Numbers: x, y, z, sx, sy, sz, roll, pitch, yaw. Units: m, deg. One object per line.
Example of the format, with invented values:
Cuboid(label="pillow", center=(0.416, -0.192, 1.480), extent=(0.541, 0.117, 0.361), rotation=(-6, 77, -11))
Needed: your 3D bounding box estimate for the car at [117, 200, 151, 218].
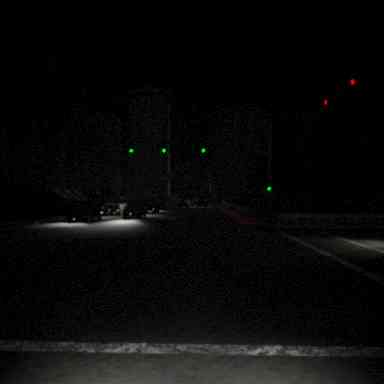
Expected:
Cuboid(label="car", center=(-6.005, 1.941, 35.200), extent=(2.128, 1.511, 4.902), rotation=(0, -1, 2))

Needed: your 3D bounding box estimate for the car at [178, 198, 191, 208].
Cuboid(label="car", center=(-1.647, 2.379, 64.027), extent=(1.994, 1.385, 4.181), rotation=(0, -1, 2))

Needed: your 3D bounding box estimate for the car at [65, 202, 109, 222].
Cuboid(label="car", center=(-9.698, 1.938, 30.509), extent=(2.033, 1.411, 5.357), rotation=(0, -1, 4))

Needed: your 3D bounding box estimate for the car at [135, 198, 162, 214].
Cuboid(label="car", center=(-5.751, 1.793, 44.774), extent=(2.150, 2.045, 5.566), rotation=(0, -1, 2))

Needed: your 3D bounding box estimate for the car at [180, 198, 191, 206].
Cuboid(label="car", center=(-1.422, 2.106, 72.592), extent=(2.097, 1.767, 4.553), rotation=(0, -1, 2))

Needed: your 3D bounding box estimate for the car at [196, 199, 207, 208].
Cuboid(label="car", center=(1.836, 2.311, 63.310), extent=(1.837, 1.490, 4.892), rotation=(0, -1, 2))

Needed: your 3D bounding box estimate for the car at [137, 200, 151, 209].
Cuboid(label="car", center=(-8.770, 2.309, 61.406), extent=(1.812, 1.442, 4.674), rotation=(0, -1, 2))

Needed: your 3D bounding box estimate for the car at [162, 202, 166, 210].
Cuboid(label="car", center=(-5.466, 2.250, 55.123), extent=(2.033, 1.411, 5.357), rotation=(0, -1, 2))

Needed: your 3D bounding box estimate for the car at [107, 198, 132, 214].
Cuboid(label="car", center=(-9.361, 1.741, 40.691), extent=(2.150, 2.045, 5.566), rotation=(0, -1, 2))

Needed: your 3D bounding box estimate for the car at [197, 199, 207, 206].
Cuboid(label="car", center=(2.077, 2.275, 72.528), extent=(2.128, 1.511, 4.902), rotation=(0, -1, 2))

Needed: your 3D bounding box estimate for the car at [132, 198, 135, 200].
Cuboid(label="car", center=(-9.079, 1.873, 51.054), extent=(2.150, 2.045, 5.566), rotation=(0, -1, 1))
